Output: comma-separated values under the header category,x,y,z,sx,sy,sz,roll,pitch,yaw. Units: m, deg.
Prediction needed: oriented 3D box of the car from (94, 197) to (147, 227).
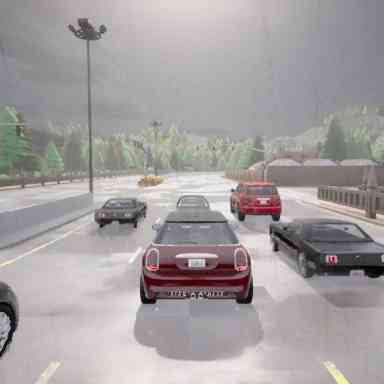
category,x,y,z,sx,sy,sz,roll,pitch,yaw
car,-3.466,0.928,17.152,1.895,1.301,4.718,0,4,0

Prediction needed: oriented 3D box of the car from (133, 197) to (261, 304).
category,x,y,z,sx,sy,sz,roll,pitch,yaw
car,0.077,1.191,7.985,2.097,1.767,4.553,0,2,0

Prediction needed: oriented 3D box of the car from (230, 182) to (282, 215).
category,x,y,z,sx,sy,sz,roll,pitch,yaw
car,3.524,0.412,19.132,2.150,2.045,5.566,0,4,0

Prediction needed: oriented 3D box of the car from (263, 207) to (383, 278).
category,x,y,z,sx,sy,sz,roll,pitch,yaw
car,3.571,1.382,9.425,1.895,1.301,4.718,0,2,0

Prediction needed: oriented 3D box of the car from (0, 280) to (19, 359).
category,x,y,z,sx,sy,sz,roll,pitch,yaw
car,-3.406,1.482,2.848,1.837,1.490,4.892,0,1,0

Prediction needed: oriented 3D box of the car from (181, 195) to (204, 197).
category,x,y,z,sx,sy,sz,roll,pitch,yaw
car,0.035,0.859,17.367,2.033,1.411,5.357,0,4,0
